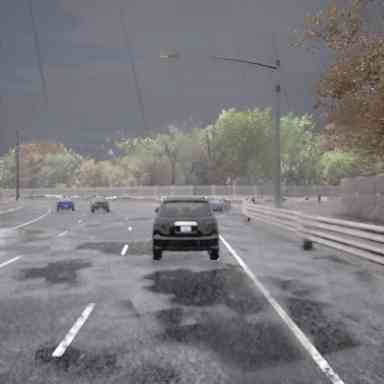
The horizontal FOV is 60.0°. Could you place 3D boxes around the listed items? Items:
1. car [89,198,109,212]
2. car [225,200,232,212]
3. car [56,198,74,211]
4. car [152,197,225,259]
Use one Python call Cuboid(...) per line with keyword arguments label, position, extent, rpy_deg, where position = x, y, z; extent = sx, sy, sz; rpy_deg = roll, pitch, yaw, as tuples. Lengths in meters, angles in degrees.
Cuboid(label="car", position=(-10.422, 1.427, 37.371), extent=(1.837, 1.490, 4.892), rpy_deg=(0, 0, -20))
Cuboid(label="car", position=(2.807, 1.404, 34.729), extent=(1.812, 1.442, 4.674), rpy_deg=(-1, 0, 22))
Cuboid(label="car", position=(-15.214, 1.410, 39.924), extent=(1.882, 1.535, 5.008), rpy_deg=(0, 0, -22))
Cuboid(label="car", position=(-0.245, 1.182, 12.524), extent=(2.150, 2.045, 5.566), rpy_deg=(0, 0, -1))
